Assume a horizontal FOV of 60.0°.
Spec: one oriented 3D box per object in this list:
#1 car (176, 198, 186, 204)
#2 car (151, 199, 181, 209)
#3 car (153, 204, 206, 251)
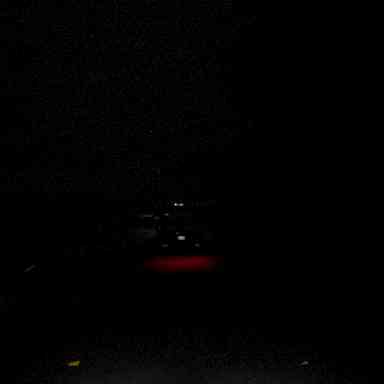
[{"bbox_3d":[-2.670,1.958,76.485,1.994,1.385,4.181,1,0,15],"label":"car"},{"bbox_3d":[-2.451,1.557,29.339,1.837,1.490,4.892,-1,0,-10],"label":"car"},{"bbox_3d":[-0.571,1.485,14.298,1.882,1.535,5.008,0,0,-5],"label":"car"}]
